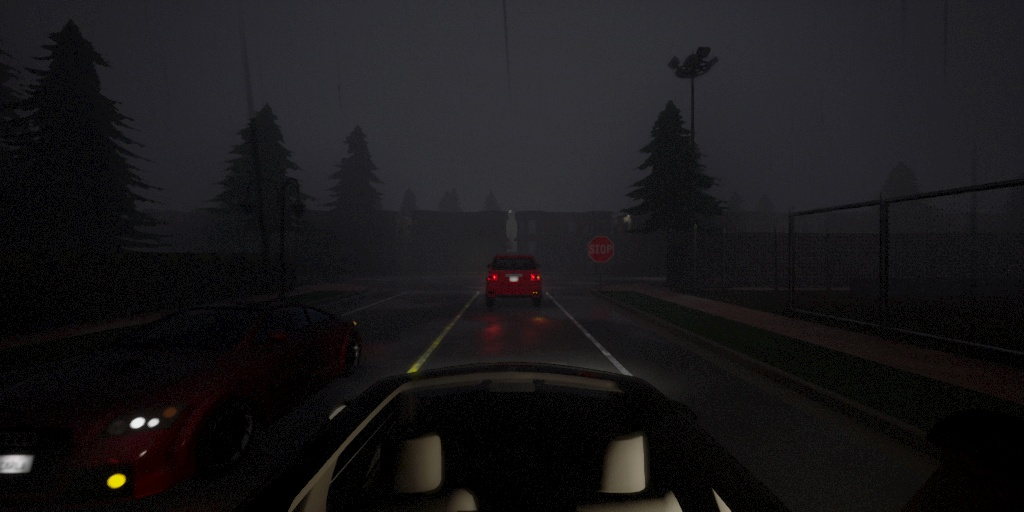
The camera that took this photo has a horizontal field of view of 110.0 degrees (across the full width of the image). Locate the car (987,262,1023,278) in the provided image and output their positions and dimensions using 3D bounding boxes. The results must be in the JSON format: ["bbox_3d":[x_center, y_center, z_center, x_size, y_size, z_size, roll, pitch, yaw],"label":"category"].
[{"bbox_3d":[44.559,1.262,31.323,4.902,1.511,2.128,0,0,0],"label":"car"}]

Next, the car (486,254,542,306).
[{"bbox_3d":[0.076,0.945,15.620,2.150,2.045,5.566,0,0,0],"label":"car"}]

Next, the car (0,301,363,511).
[{"bbox_3d":[-3.585,1.305,4.561,1.994,1.385,4.181,0,0,0],"label":"car"}]

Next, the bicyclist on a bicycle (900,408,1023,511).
[{"bbox_3d":[1.423,1.260,0.985,1.656,1.620,0.582,3,1,-1],"label":"bicyclist on a bicycle"}]

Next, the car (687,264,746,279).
[{"bbox_3d":[17.559,1.310,31.148,4.718,1.301,1.895,0,0,0],"label":"car"}]
